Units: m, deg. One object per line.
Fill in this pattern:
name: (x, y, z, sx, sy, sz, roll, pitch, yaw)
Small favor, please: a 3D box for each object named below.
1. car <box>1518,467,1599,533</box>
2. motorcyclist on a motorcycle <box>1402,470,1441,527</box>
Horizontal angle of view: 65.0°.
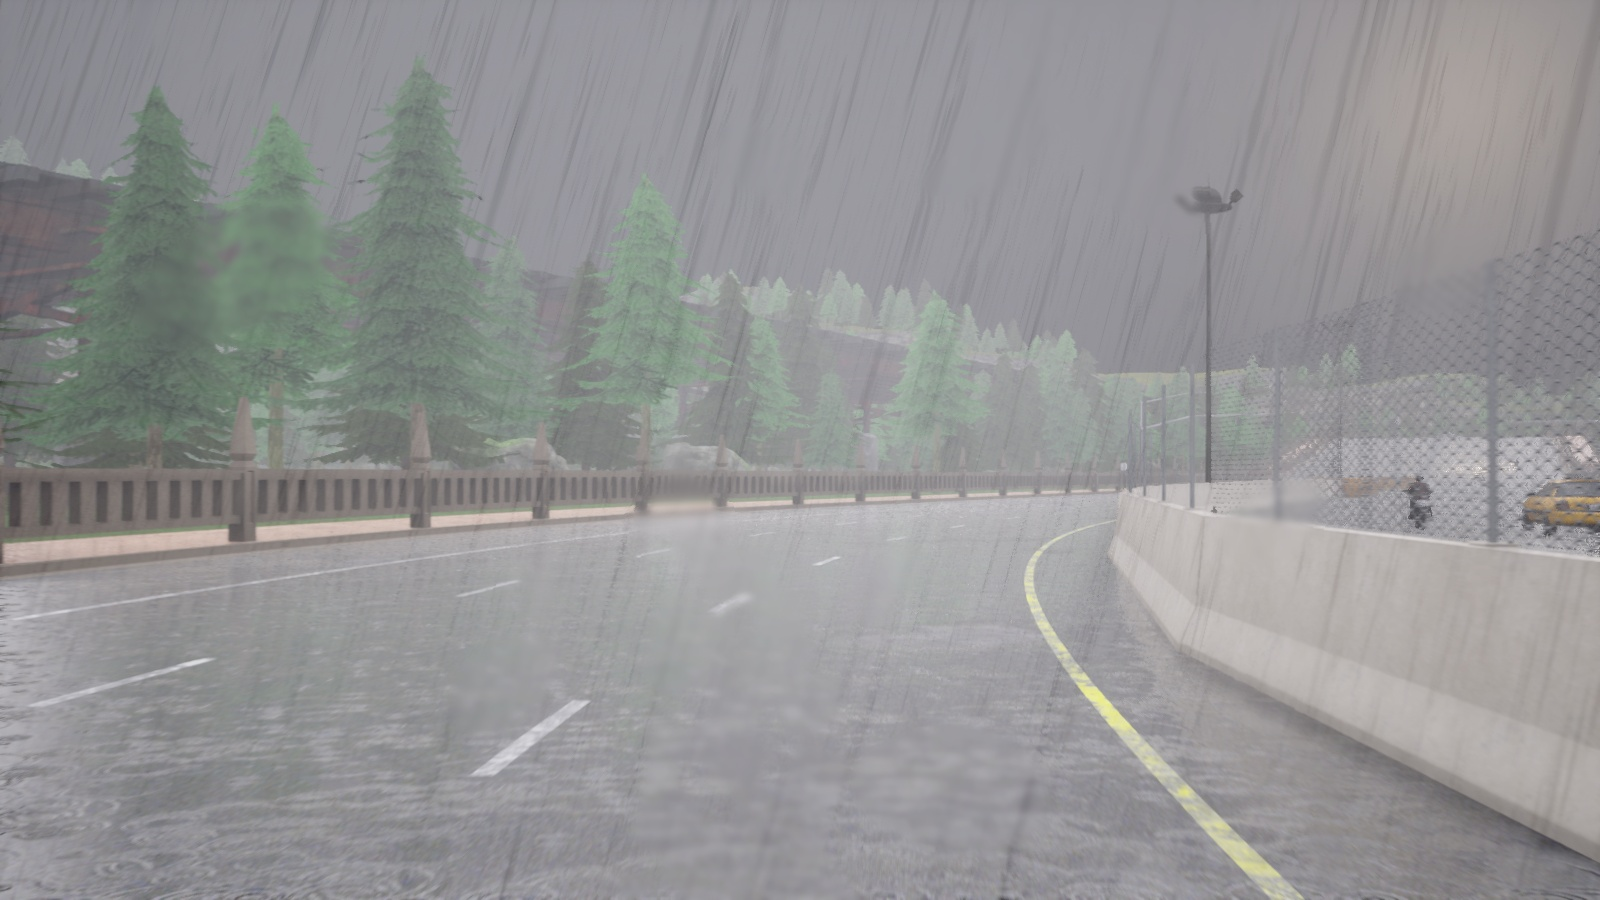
car: (20.067, 1.228, 32.475, 1.801, 1.575, 5.366, 0, -1, 21)
motorcyclist on a motorcycle: (17.218, 1.321, 34.830, 0.797, 1.523, 2.044, 0, -1, 22)
